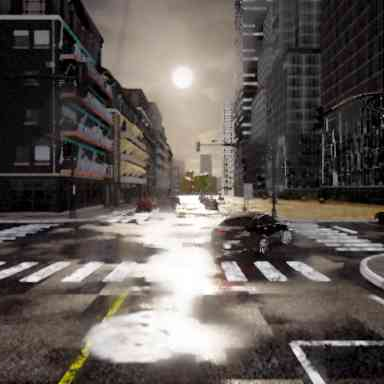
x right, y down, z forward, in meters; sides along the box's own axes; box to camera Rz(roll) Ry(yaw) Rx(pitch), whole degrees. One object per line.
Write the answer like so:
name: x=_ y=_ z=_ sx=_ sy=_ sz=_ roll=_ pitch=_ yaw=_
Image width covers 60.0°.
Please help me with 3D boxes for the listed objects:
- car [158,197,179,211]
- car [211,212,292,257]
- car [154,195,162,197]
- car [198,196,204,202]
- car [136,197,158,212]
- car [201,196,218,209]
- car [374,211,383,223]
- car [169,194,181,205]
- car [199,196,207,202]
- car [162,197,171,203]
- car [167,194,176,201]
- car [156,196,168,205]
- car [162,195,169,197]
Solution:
car: x=-3.078 y=1.638 z=42.681 sx=1.994 sy=1.385 sz=4.181 roll=0 pitch=0 yaw=0
car: x=2.519 y=1.588 z=13.556 sx=1.837 sy=1.490 sz=4.892 roll=-3 pitch=-1 yaw=33
car: x=-5.688 y=1.521 z=46.183 sx=1.967 sy=1.590 sz=4.097 roll=-1 pitch=0 yaw=0
car: x=2.668 y=1.679 z=68.833 sx=2.008 sy=1.369 sz=4.403 roll=-1 pitch=0 yaw=0
car: x=-5.688 y=1.615 z=40.534 sx=1.887 sy=1.381 sz=4.507 roll=-1 pitch=0 yaw=0
car: x=2.660 y=1.626 z=46.237 sx=1.887 sy=1.381 sz=4.507 roll=-1 pitch=0 yaw=0
car: x=14.681 y=1.508 z=22.486 sx=4.313 sy=1.339 sz=1.947 roll=0 pitch=1 yaw=0
car: x=-3.020 y=1.614 z=59.885 sx=1.837 sy=1.490 sz=4.892 roll=0 pitch=0 yaw=1
car: x=2.672 y=1.697 z=80.131 sx=1.887 sy=1.381 sz=4.507 roll=-1 pitch=0 yaw=0
car: x=-5.677 y=1.722 z=74.428 sx=1.802 sy=1.307 sz=4.206 roll=-1 pitch=0 yaw=0
car: x=-5.675 y=1.493 z=91.375 sx=2.192 sy=1.841 sz=5.009 roll=-1 pitch=0 yaw=0
car: x=-5.682 y=1.556 z=63.129 sx=1.967 sy=1.590 sz=4.097 roll=-1 pitch=0 yaw=0
car: x=-5.686 y=1.419 z=57.482 sx=2.192 sy=1.841 sz=5.009 roll=-1 pitch=0 yaw=0
